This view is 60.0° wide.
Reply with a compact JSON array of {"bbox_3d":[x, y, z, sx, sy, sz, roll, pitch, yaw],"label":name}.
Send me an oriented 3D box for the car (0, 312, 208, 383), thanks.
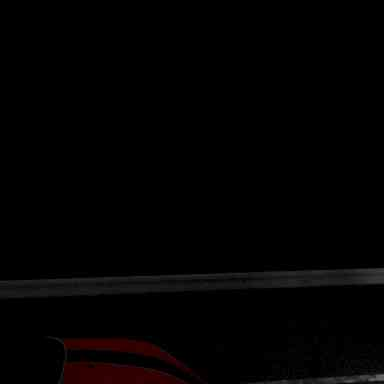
[{"bbox_3d":[-1.885,1.352,1.629,4.553,1.767,2.097,0,0,-6],"label":"car"}]
